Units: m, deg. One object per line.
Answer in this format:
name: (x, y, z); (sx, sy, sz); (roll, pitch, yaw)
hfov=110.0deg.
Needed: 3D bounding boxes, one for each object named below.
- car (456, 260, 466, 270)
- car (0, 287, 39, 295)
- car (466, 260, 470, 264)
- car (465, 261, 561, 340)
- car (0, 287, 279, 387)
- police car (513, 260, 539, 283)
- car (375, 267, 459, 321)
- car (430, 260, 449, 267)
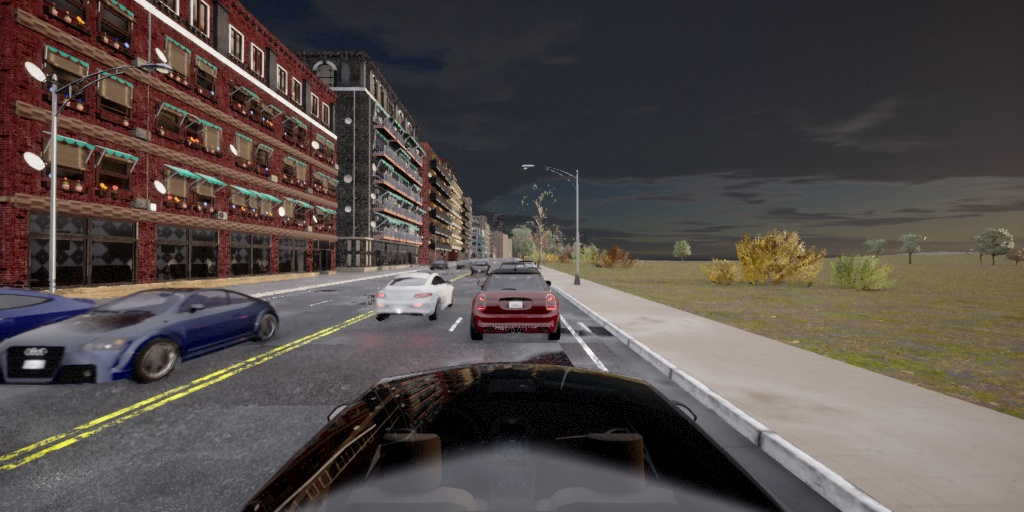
car: (-6.699, 1.258, 50.183); (1.837, 1.490, 4.892); (0, 0, 0)
car: (-9.859, 1.276, 5.960); (1.812, 1.442, 4.674); (0, 0, 0)
car: (-3.225, 1.246, 37.759); (2.128, 1.511, 4.902); (0, 0, 0)
car: (0.075, 1.104, 10.100); (2.097, 1.767, 4.553); (0, 0, 0)
car: (-6.611, 1.315, 6.951); (1.994, 1.385, 4.181); (0, 0, 0)
police car: (1.079, 1.179, 29.369); (1.930, 1.638, 5.238); (0, 0, 0)
car: (-3.175, 1.277, 12.359); (1.812, 1.442, 4.674); (0, 0, 0)
car: (-9.949, 1.301, 49.439); (2.033, 1.411, 5.357); (0, 0, 0)
